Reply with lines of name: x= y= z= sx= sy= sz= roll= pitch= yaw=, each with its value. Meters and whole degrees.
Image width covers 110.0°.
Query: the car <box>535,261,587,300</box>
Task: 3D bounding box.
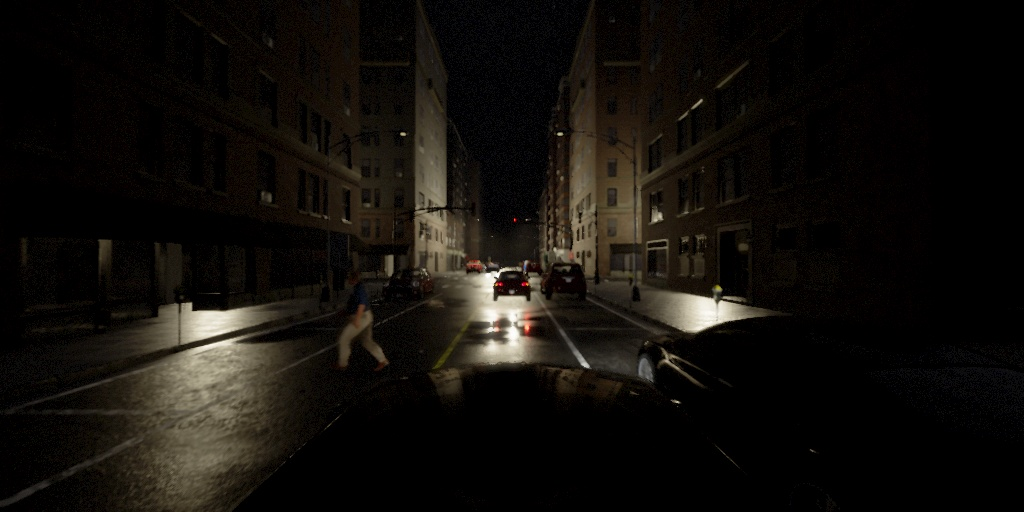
car: x=2.640 y=1.257 z=19.116 sx=2.192 sy=1.841 sz=5.009 roll=0 pitch=0 yaw=0

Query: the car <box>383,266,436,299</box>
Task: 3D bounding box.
car: x=-5.385 y=1.383 z=19.117 sx=1.967 sy=1.591 sz=4.097 roll=0 pitch=0 yaw=0

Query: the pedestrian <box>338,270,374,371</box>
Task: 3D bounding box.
pedestrian: x=-2.721 y=1.094 z=6.276 sx=0.375 sy=1.860 sz=0.375 roll=0 pitch=-1 yaw=0

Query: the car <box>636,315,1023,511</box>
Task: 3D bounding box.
car: x=2.750 y=1.296 z=3.436 sx=1.812 sy=1.442 sz=4.674 roll=0 pitch=-1 yaw=0

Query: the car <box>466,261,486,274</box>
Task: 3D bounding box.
car: x=-5.412 y=1.616 z=51.674 sx=2.192 sy=1.841 sz=5.009 roll=0 pitch=0 yaw=0

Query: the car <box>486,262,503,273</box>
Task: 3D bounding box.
car: x=-2.827 y=1.926 z=53.879 sx=1.895 sy=1.301 sz=4.718 roll=0 pitch=-1 yaw=0

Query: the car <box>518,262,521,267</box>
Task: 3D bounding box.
car: x=2.695 y=1.737 z=62.681 sx=2.192 sy=1.841 sz=5.009 roll=0 pitch=0 yaw=0

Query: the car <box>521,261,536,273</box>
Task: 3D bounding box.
car: x=2.706 y=1.555 z=46.171 sx=2.192 sy=1.841 sz=5.009 roll=0 pitch=0 yaw=0

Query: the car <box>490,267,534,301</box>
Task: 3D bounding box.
car: x=0.010 y=1.461 z=18.475 sx=1.812 sy=1.442 sz=4.674 roll=0 pitch=-1 yaw=0
